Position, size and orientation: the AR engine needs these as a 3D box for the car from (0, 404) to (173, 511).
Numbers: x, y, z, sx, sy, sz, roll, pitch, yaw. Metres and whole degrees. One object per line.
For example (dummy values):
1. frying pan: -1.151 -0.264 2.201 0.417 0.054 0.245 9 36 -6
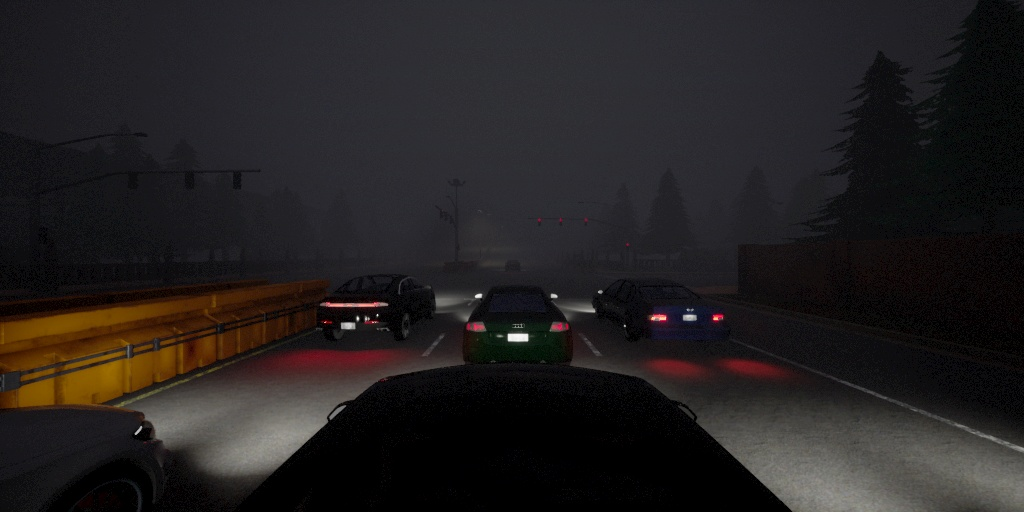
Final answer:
1. car: -3.403 1.276 0.632 1.812 1.442 4.674 0 0 0

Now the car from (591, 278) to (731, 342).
1. car: 3.601 1.297 9.774 2.033 1.411 5.357 0 0 0

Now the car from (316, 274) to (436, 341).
1. car: -3.399 1.241 9.869 2.128 1.511 4.902 0 0 0

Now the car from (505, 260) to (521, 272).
1. car: 0.103 1.228 46.018 1.882 1.535 5.008 0 0 0

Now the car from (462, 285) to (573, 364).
1. car: 0.099 1.314 7.917 1.994 1.385 4.181 0 0 0
